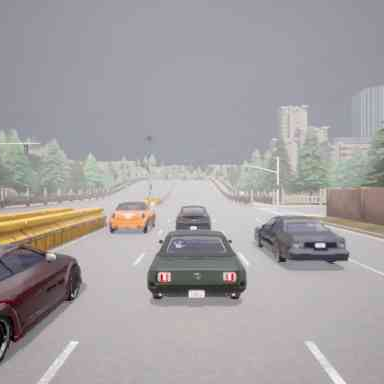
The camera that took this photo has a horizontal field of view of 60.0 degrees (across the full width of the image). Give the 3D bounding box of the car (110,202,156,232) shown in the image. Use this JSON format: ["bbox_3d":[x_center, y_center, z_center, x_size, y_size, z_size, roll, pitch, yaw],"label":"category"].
[{"bbox_3d":[-3.429,1.352,19.997,2.097,1.767,4.553,0,0,0],"label":"car"}]

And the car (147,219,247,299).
[{"bbox_3d":[0.089,1.601,8.388,1.895,1.301,4.718,0,0,0],"label":"car"}]

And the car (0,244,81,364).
[{"bbox_3d":[-3.406,1.565,5.634,1.994,1.385,4.181,0,0,0],"label":"car"}]

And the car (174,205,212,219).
[{"bbox_3d":[0.072,1.505,18.625,1.837,1.490,4.892,0,0,0],"label":"car"}]

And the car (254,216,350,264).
[{"bbox_3d":[3.579,1.548,11.860,2.033,1.411,5.357,0,0,-1],"label":"car"}]
